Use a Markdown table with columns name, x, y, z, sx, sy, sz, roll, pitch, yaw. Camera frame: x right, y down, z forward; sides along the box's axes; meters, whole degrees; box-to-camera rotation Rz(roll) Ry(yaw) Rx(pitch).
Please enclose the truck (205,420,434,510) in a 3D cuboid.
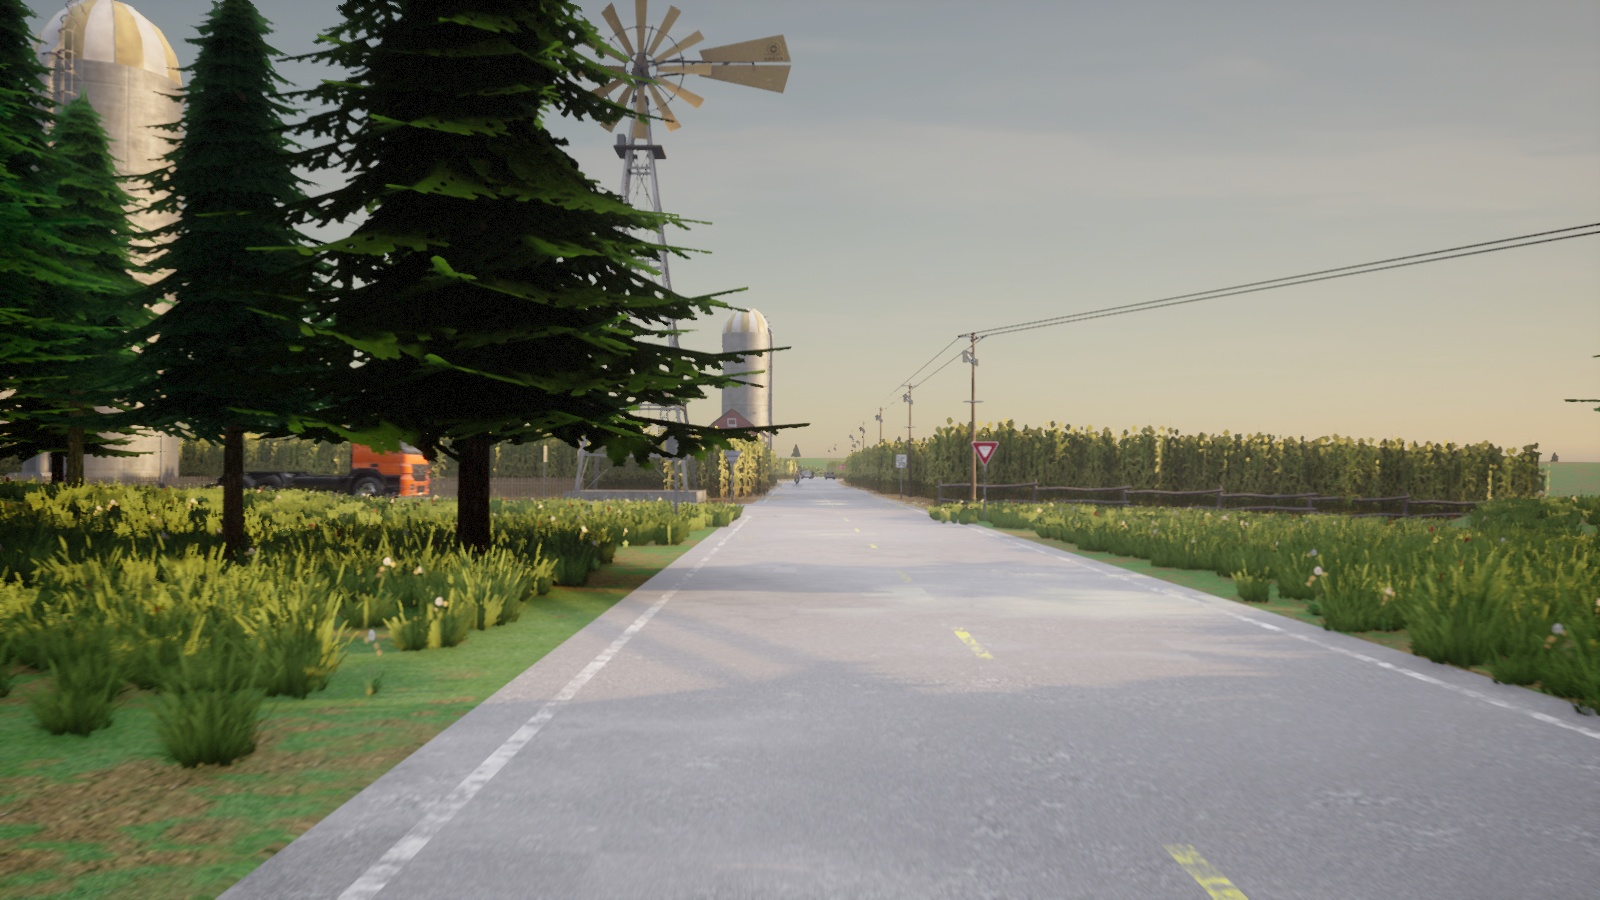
| name | x | y | z | sx | sy | sz | roll | pitch | yaw |
| --- | --- | --- | --- | --- | --- | --- | --- | --- | --- |
| truck | -18.911 | 0.601 | 49.755 | 7.936 | 3.462 | 2.891 | 0 | -1 | 0 |
